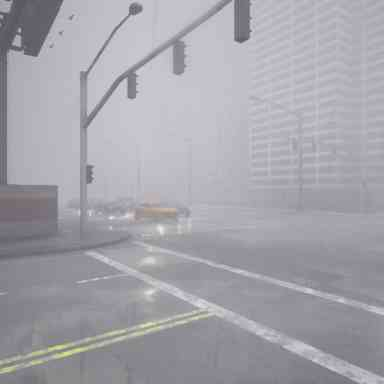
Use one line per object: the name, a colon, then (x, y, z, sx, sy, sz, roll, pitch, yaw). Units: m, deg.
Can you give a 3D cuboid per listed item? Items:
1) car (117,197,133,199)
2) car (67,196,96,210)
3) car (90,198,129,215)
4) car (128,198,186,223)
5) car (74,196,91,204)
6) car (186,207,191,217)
car: (-7.596, 1.352, 38.992, 2.097, 1.767, 4.553, 0, 0, -35)
car: (-14.509, 1.547, 42.720, 2.033, 1.411, 5.357, 0, 0, -35)
car: (-8.445, 1.601, 34.116, 1.895, 1.301, 4.718, 0, 0, -35)
car: (-2.882, 1.478, 26.235, 1.882, 1.535, 5.008, 0, 0, -35)
car: (-21.519, 1.526, 65.122, 1.812, 1.442, 4.674, 0, 0, -35)
car: (-1.995, 1.526, 31.049, 1.812, 1.442, 4.674, 0, 0, -35)
